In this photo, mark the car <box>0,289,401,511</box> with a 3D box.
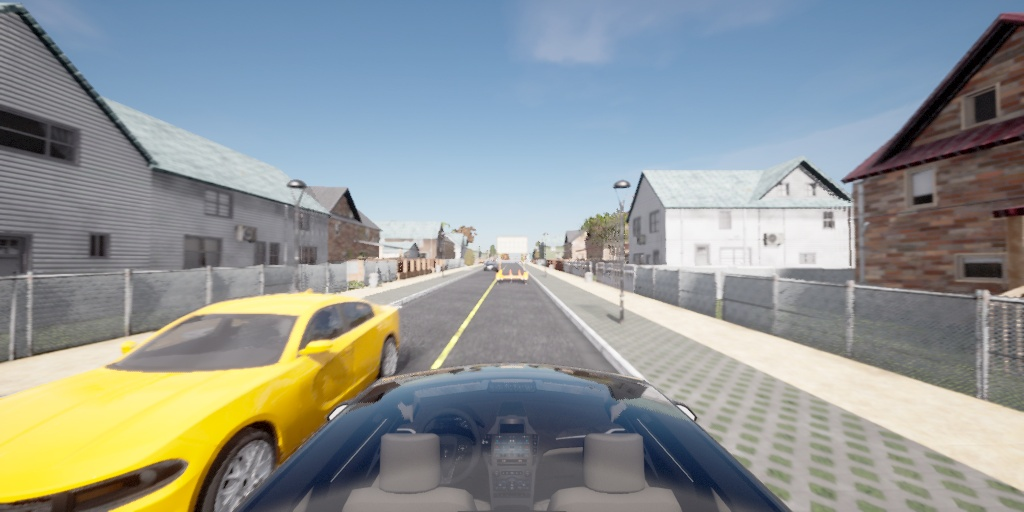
[{"bbox_3d":[-2.849,1.228,4.217,1.882,1.535,5.008,0,0,0],"label":"car"}]

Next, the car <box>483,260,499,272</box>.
[{"bbox_3d":[-2.819,1.332,48.827,2.128,1.511,4.902,0,0,0],"label":"car"}]

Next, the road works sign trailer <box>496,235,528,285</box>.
[{"bbox_3d":[0.011,0.242,26.829,2.380,3.560,2.880,0,0,0],"label":"road works sign trailer"}]
